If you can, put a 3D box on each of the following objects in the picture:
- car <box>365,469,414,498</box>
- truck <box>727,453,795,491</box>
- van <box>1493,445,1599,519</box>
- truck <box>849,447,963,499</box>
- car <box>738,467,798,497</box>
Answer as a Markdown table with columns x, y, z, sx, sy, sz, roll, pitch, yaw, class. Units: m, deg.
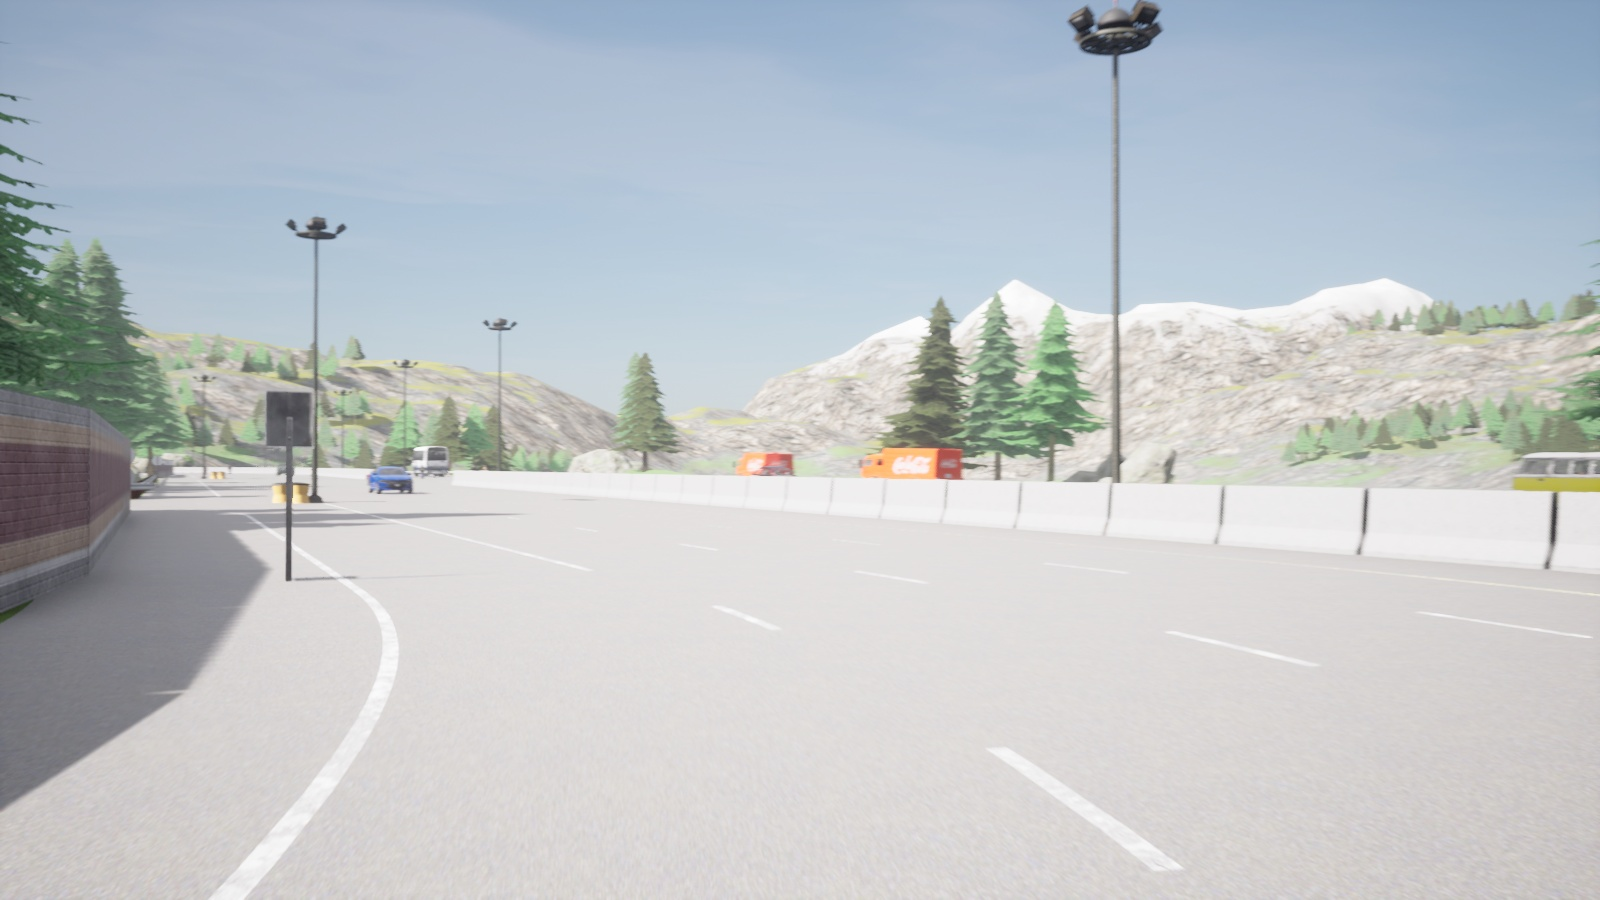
| x | y | z | sx | sy | sz | roll | pitch | yaw | class |
| --- | --- | --- | --- | --- | --- | --- | --- | --- | --- |
| -22.905 | 1.851 | 69.963 | 1.882 | 1.535 | 5.008 | 0 | -1 | -26 | car |
| -2.649 | 1.448 | 84.248 | 2.627 | 2.467 | 5.204 | 0 | -1 | -26 | truck |
| 21.991 | 0.881 | 35.019 | 1.775 | 1.987 | 4.442 | 0 | -1 | -26 | van |
| 5.272 | 1.120 | 62.970 | 5.204 | 2.467 | 2.627 | -1 | -1 | 45 | truck |
| -1.730 | 1.676 | 66.749 | 1.789 | 1.549 | 3.705 | 0 | -1 | -27 | car |
